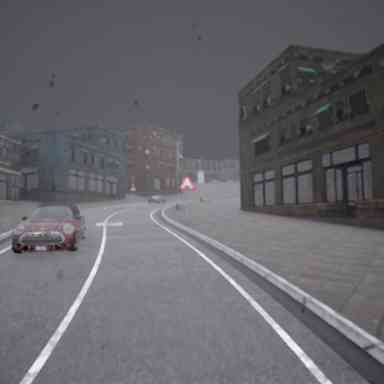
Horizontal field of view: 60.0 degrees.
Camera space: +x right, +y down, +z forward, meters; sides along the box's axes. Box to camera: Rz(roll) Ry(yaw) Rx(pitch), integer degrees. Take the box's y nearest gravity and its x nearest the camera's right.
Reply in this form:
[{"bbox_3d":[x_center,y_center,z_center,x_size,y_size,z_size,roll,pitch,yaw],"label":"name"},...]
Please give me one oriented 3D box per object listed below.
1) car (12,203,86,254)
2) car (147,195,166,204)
[{"bbox_3d":[-5.482,1.278,13.281,2.097,1.767,4.553,0,0,-12],"label":"car"},{"bbox_3d":[-5.932,1.241,56.440,1.812,1.442,4.674,-2,0,18],"label":"car"}]
